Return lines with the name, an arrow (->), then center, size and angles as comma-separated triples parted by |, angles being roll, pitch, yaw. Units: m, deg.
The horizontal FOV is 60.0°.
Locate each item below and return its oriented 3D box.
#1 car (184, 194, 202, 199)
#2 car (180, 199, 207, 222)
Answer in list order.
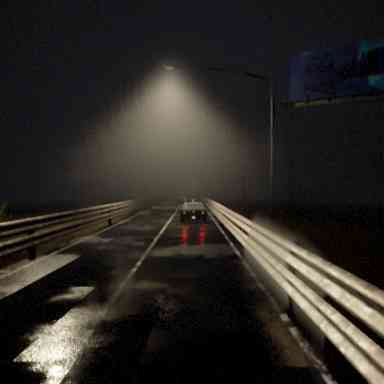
car -> 0.114, 1.074, 41.121 | 2.097, 1.767, 4.553 | 0, 0, 0
car -> 0.110, 1.433, 24.857 | 1.895, 1.301, 4.718 | 0, 0, 0
